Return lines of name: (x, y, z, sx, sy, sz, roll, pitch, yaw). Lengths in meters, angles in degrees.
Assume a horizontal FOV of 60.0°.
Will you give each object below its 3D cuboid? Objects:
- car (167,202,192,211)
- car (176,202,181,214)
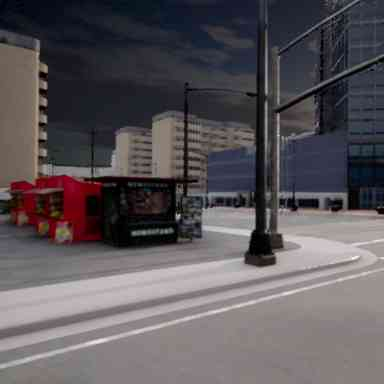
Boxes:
car: (-2.137, 2.368, 54.382, 1.812, 1.442, 4.674, 1, -1, -35)
car: (-3.509, 2.005, 44.127, 2.097, 1.767, 4.553, 1, -1, -36)
